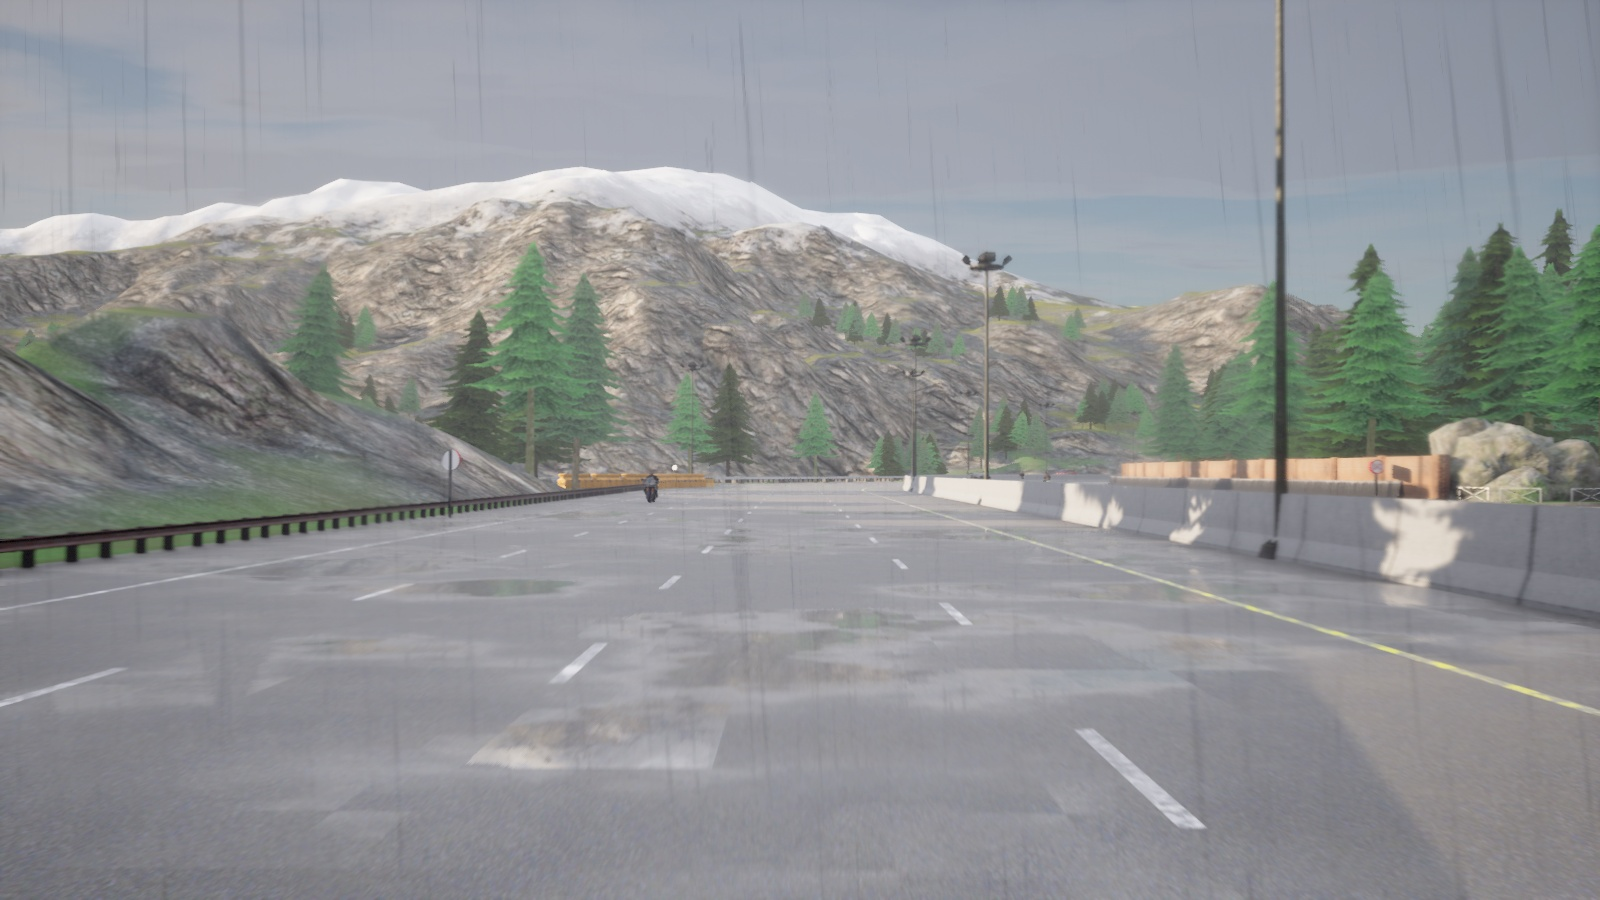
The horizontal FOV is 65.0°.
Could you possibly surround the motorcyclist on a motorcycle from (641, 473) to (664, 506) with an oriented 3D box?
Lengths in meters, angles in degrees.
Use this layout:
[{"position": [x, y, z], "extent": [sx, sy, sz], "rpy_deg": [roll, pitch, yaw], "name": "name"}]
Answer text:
[{"position": [-7.147, 1.891, 60.826], "extent": [0.866, 1.530, 2.191], "rpy_deg": [0, -1, 0], "name": "motorcyclist on a motorcycle"}]
